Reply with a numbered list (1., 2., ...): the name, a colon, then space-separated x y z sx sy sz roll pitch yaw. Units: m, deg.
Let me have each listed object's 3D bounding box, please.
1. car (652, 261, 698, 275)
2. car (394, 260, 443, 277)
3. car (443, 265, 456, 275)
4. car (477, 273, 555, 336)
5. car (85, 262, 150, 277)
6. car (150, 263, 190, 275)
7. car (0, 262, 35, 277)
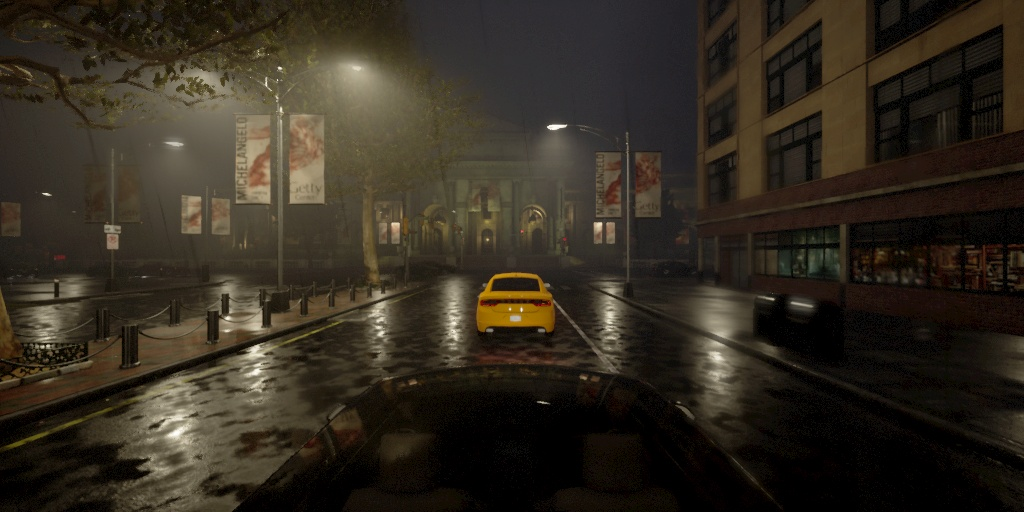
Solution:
1. car: 17.263 1.253 37.695 4.892 1.490 1.837 0 0 1
2. car: -9.152 1.312 34.513 4.181 1.385 1.994 0 0 1
3. car: -8.438 1.225 38.003 5.008 1.535 1.882 0 0 1
4. car: 0.120 1.227 10.391 1.882 1.535 5.008 0 0 1
5. car: -38.507 1.312 34.841 4.181 1.385 1.994 0 0 0
6. car: -37.398 1.349 38.338 4.718 1.301 1.895 0 0 1
7. car: -49.790 1.274 34.866 4.674 1.442 1.812 0 0 -1
